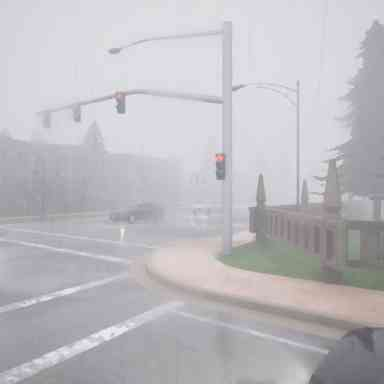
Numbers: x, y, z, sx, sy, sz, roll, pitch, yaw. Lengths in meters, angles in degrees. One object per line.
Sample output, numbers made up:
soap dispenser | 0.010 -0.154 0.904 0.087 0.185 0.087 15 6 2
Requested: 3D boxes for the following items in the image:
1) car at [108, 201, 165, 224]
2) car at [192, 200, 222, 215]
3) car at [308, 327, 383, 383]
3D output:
car | -4.114 1.500 25.293 1.837 1.490 4.892 0 0 35
car | 1.869 1.521 33.661 1.812 1.442 4.674 0 0 36
car | 3.315 1.548 1.556 5.357 1.411 2.033 0 0 38
